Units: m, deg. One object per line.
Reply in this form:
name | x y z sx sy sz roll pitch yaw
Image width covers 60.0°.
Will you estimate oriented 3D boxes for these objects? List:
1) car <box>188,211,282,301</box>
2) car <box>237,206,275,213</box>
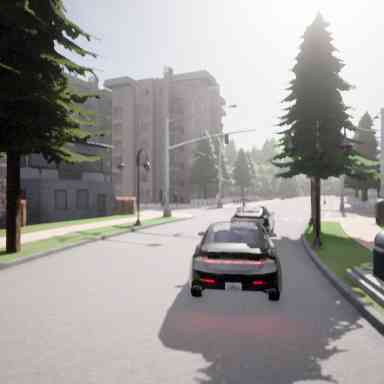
car | 1.111 1.476 8.366 2.128 1.511 4.902 0 0 9
car | 3.242 1.460 17.472 2.128 1.511 4.902 0 0 18
